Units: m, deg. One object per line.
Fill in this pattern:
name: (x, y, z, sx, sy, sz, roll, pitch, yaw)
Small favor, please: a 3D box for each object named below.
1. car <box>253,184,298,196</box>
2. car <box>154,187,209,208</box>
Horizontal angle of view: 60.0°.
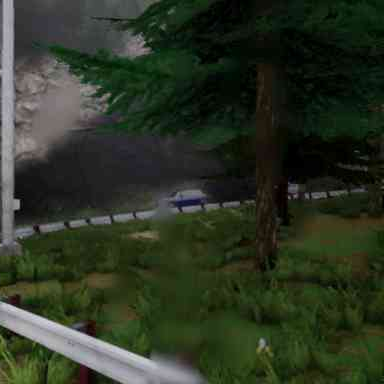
car: (8.255, -0.028, 31.808, 4.902, 1.511, 2.128, -4, 1, -13)
car: (-0.891, 0.579, 27.833, 4.553, 1.767, 2.097, -5, 3, -29)
